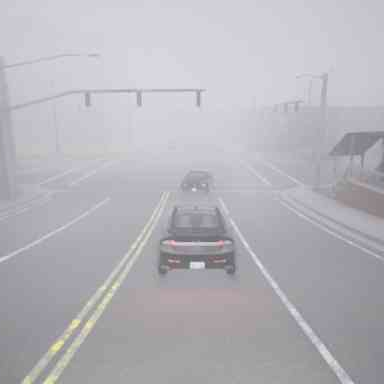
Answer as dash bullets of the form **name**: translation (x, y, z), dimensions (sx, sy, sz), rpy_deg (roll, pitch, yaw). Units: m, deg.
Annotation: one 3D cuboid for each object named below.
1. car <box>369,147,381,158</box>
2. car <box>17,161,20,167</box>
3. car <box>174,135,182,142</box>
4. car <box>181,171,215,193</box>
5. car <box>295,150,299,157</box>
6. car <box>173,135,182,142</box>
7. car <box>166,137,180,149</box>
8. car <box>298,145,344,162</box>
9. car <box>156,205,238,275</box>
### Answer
- **car**: translation (26.347, -5.457, 43.578), dimensions (5.566, 2.045, 2.150), rpy_deg (0, 12, 0)
- **car**: translation (-19.914, -2.946, 33.384), dimensions (4.892, 1.490, 1.837), rpy_deg (0, 12, 0)
- **car**: translation (-3.419, -10.375, 67.940), dimensions (1.994, 1.385, 4.181), rpy_deg (0, 12, 0)
- **car**: translation (0.545, -0.882, 24.197), dimensions (1.895, 1.301, 4.718), rpy_deg (2, 12, 9)
- **car**: translation (16.020, -5.336, 43.651), dimensions (4.553, 1.767, 2.097), rpy_deg (0, 12, 0)
- **car**: translation (-3.407, -12.569, 77.776), dimensions (1.837, 1.490, 4.892), rpy_deg (0, 12, 0)
- **car**: translation (-3.501, -8.305, 58.108), dimensions (1.837, 1.490, 4.892), rpy_deg (0, 12, 0)
- **car**: translation (15.850, -4.595, 40.231), dimensions (4.553, 1.767, 2.097), rpy_deg (0, 12, 0)
- **car**: translation (0.111, 1.103, 9.250), dimensions (2.128, 1.511, 4.902), rpy_deg (0, 5, 0)
